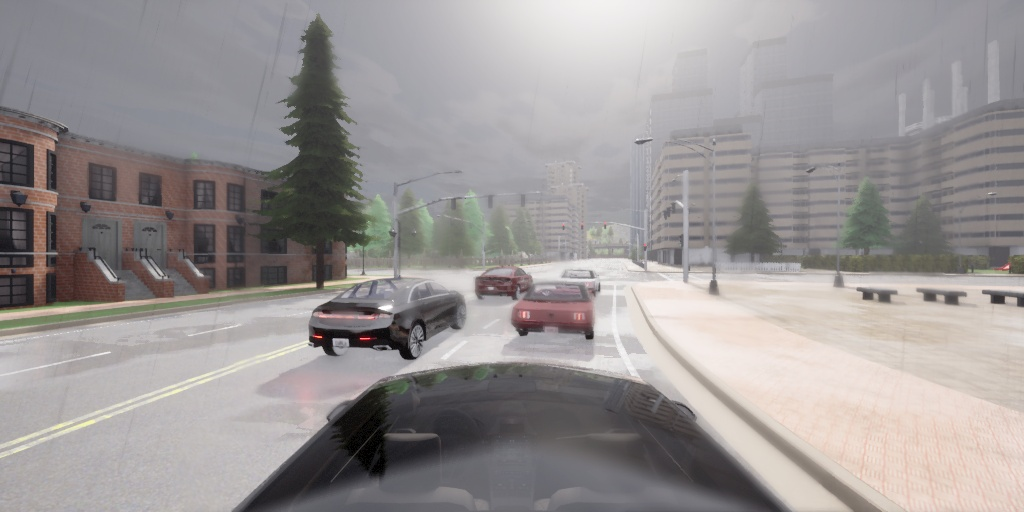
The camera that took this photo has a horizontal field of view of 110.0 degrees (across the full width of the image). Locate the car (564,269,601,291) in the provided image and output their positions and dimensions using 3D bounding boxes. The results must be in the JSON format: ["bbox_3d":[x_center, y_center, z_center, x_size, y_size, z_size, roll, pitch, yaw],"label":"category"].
[{"bbox_3d":[3.634,1.351,18.986,1.895,1.301,4.718,0,0,17],"label":"car"}]

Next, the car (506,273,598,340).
[{"bbox_3d":[1.381,1.351,10.098,1.895,1.301,4.718,0,0,13],"label":"car"}]

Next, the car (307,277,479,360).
[{"bbox_3d":[-2.491,1.242,8.428,2.128,1.511,4.902,0,0,9],"label":"car"}]

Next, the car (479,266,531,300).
[{"bbox_3d":[-0.237,1.228,17.645,1.882,1.535,5.008,0,0,15],"label":"car"}]
